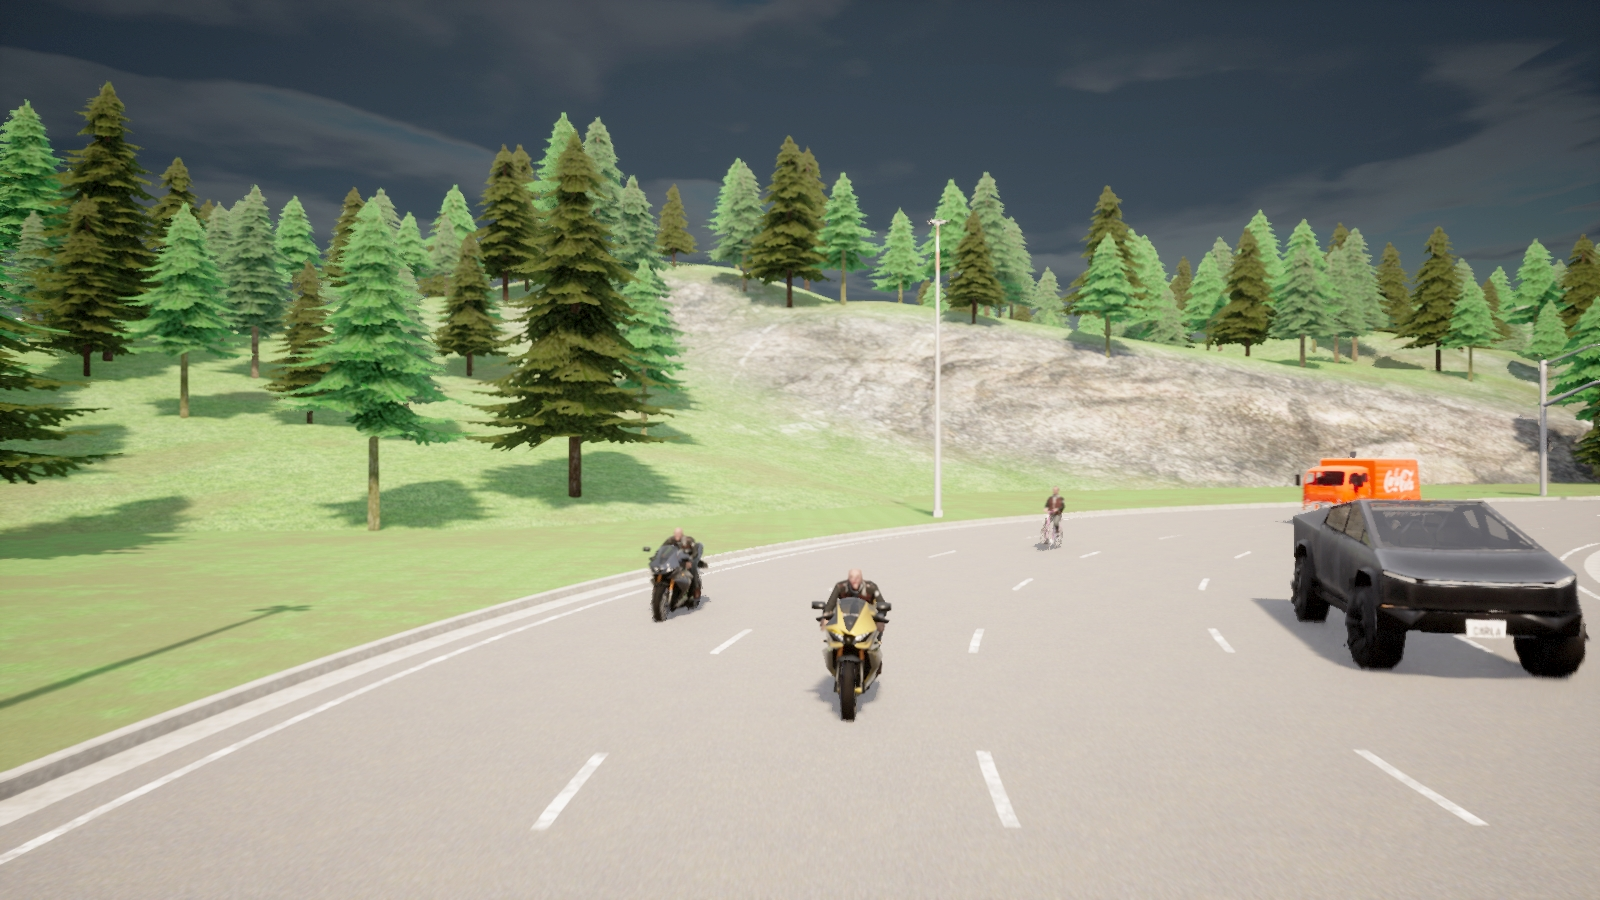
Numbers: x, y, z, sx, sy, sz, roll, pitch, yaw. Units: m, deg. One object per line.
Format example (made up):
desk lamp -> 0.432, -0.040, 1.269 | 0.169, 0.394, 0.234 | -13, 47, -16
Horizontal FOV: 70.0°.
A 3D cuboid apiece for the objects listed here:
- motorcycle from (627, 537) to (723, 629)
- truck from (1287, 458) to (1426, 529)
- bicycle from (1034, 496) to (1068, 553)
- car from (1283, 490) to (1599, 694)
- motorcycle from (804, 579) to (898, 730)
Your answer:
motorcycle -> -2.071, 2.190, 19.270 | 0.867, 1.251, 2.209 | 2, 0, 14
truck -> 20.825, 1.541, 42.656 | 5.204, 2.467, 2.627 | 0, 0, -38
bicycle -> 6.940, 2.037, 31.527 | 0.329, 1.471, 1.835 | 2, 1, 30
car -> 8.760, 1.741, 16.384 | 2.390, 2.098, 6.274 | 0, 0, 14
motorcycle -> 0.606, 2.195, 12.662 | 0.867, 1.251, 2.209 | 0, 0, 7
